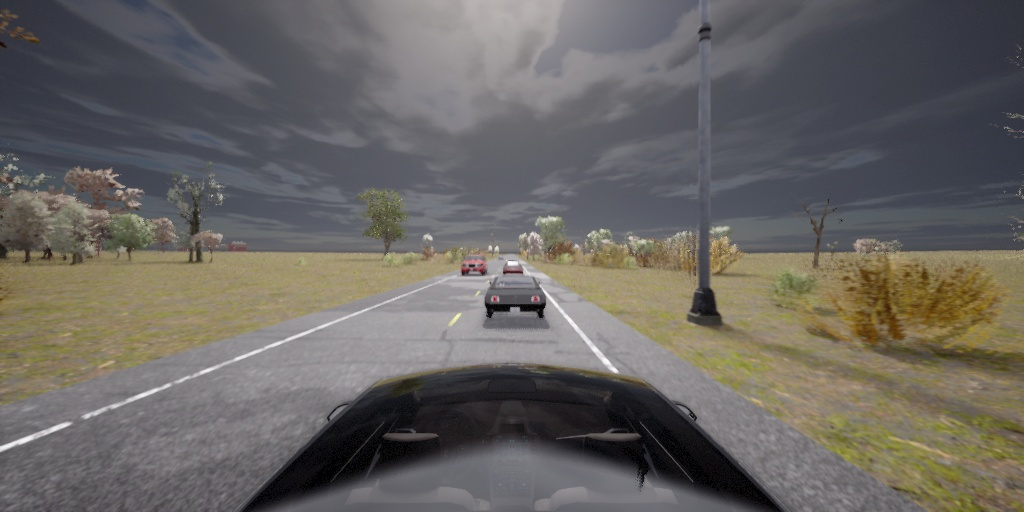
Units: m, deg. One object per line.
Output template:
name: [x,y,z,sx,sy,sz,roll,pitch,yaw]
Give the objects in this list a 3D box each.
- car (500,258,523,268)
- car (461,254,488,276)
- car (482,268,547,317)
car: [0.095,1.141,35.430,1.994,1.385,4.181,0,0,0]
car: [-3.592,0.802,34.883,2.150,2.045,5.566,0,0,0]
car: [0.098,1.295,12.838,1.895,1.301,4.718,0,0,0]
